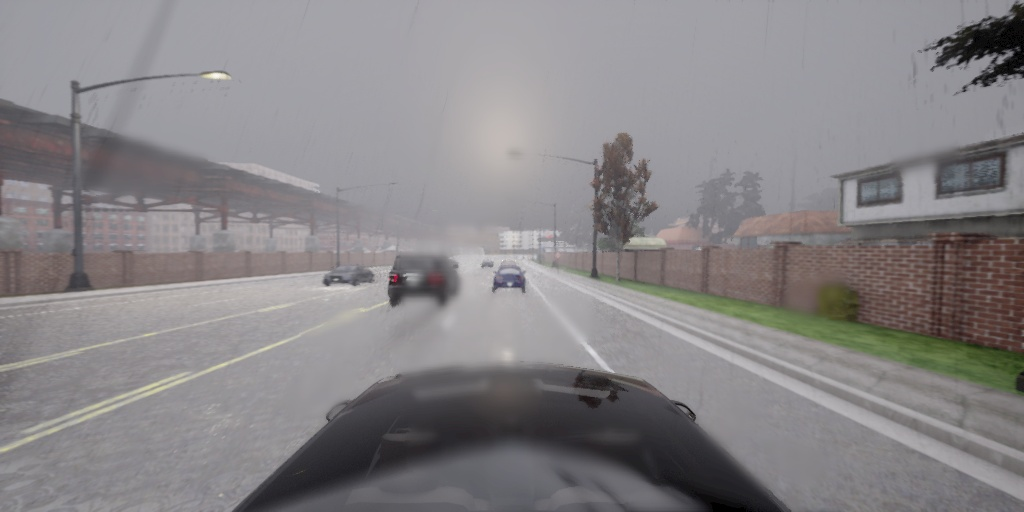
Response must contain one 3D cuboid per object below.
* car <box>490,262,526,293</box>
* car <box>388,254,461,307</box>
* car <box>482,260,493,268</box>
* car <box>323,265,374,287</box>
[{"bbox_3d":[-0.143,1.274,20.869,1.812,1.442,4.674,0,0,-1],"label":"car"},{"bbox_3d":[-3.578,0.954,15.494,2.150,2.045,5.566,0,0,-1],"label":"car"},{"bbox_3d":[-4.126,1.329,61.757,1.895,1.301,4.718,0,0,-1],"label":"car"},{"bbox_3d":[-10.873,1.264,24.090,1.994,1.385,4.181,0,0,-1],"label":"car"}]
